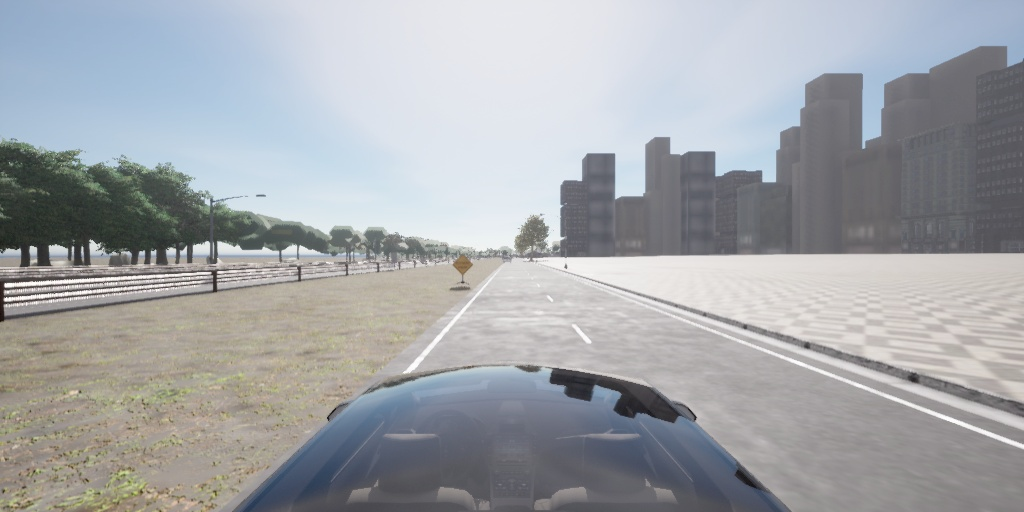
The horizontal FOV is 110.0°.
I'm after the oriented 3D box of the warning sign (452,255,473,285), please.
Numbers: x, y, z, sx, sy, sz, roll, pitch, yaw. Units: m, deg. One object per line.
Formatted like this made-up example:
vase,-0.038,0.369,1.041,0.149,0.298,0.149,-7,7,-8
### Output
warning sign,-3.050,0.833,22.280,1.300,1.860,1.060,0,0,0
